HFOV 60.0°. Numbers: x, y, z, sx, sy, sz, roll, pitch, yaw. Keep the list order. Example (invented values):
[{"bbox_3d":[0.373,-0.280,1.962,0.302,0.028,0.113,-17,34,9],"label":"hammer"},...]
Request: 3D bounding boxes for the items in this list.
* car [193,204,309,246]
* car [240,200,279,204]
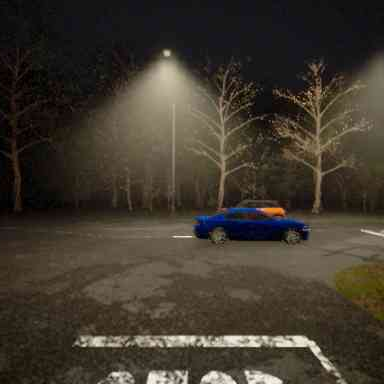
[{"bbox_3d":[2.536,1.459,14.659,5.008,1.535,1.882,0,0,0],"label":"car"},{"bbox_3d":[3.731,1.313,21.665,4.553,1.767,2.097,0,0,0],"label":"car"}]
